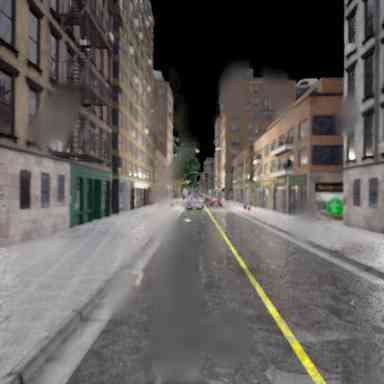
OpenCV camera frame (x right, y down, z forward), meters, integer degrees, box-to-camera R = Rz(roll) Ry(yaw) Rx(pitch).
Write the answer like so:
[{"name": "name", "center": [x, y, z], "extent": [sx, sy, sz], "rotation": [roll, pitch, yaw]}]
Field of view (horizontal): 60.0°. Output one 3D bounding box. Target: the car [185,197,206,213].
[{"name": "car", "center": [0.287, 1.527, 37.823], "extent": [1.837, 1.490, 4.892], "rotation": [0, 0, 1]}]

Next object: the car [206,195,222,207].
[{"name": "car", "center": [3.633, 1.580, 52.174], "extent": [1.812, 1.442, 4.674], "rotation": [0, 0, 1]}]

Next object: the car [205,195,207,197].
[{"name": "car", "center": [3.775, 1.418, 74.946], "extent": [2.097, 1.767, 4.553], "rotation": [0, 0, 1]}]
